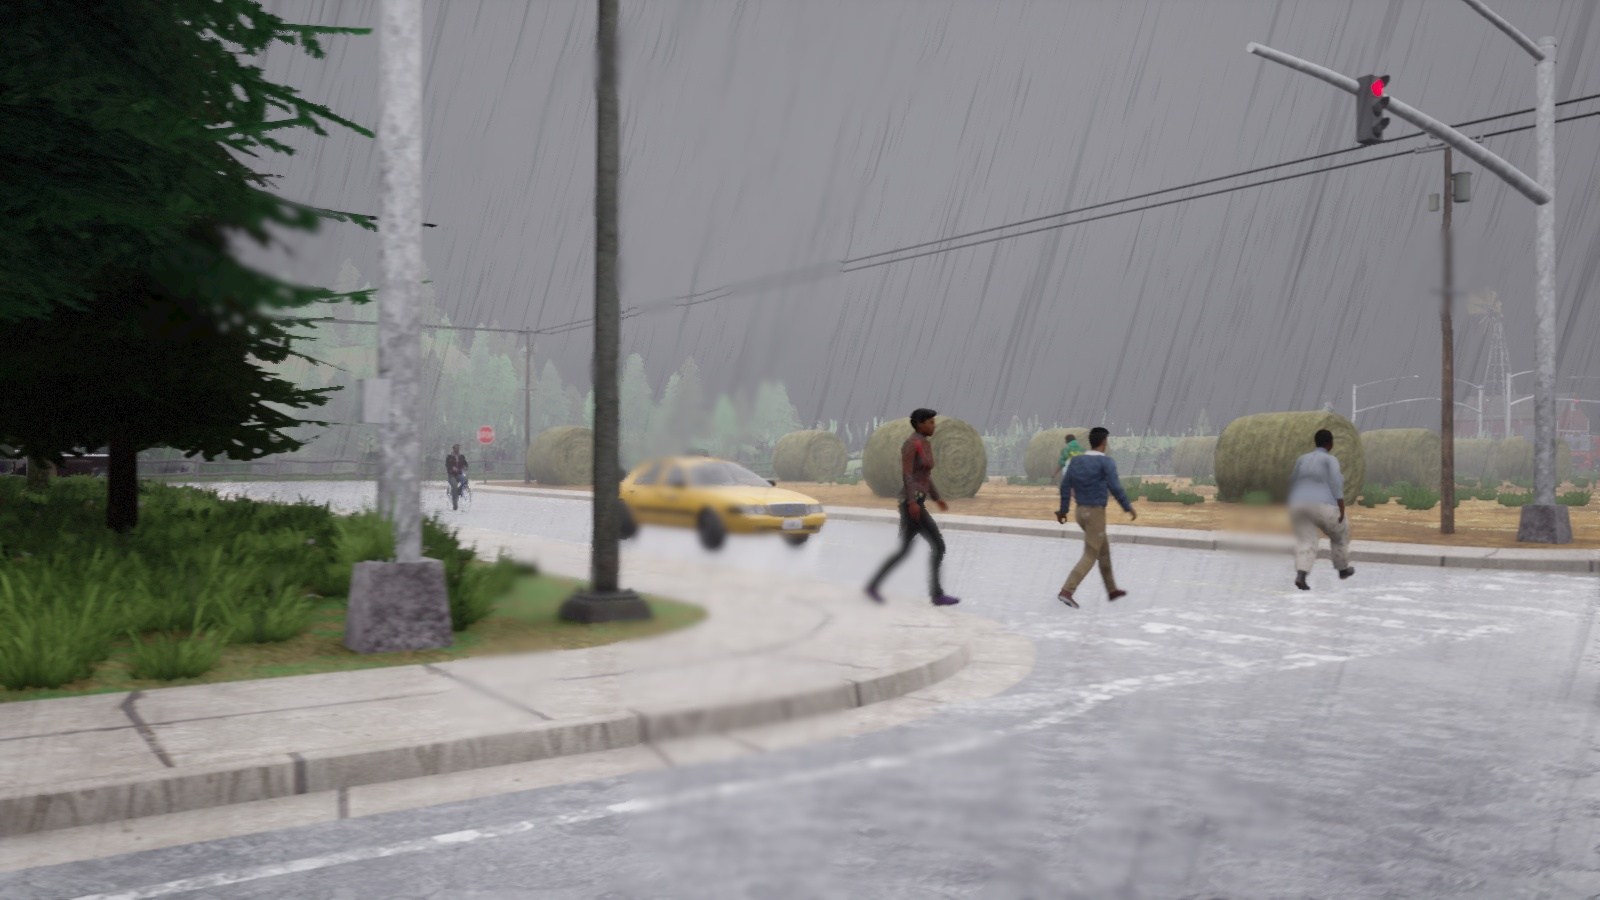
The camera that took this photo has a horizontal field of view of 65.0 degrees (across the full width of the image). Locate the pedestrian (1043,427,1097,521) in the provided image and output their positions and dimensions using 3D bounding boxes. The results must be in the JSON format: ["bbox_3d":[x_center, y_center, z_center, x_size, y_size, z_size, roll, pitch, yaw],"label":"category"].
[{"bbox_3d":[5.700,0.494,26.520,0.659,1.952,0.873,0,0,-40],"label":"pedestrian"}]

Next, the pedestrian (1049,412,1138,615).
[{"bbox_3d":[2.912,0.608,12.443,0.788,1.949,0.423,0,0,-32],"label":"pedestrian"}]

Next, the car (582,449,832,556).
[{"bbox_3d":[-1.747,0.785,21.288,1.801,1.575,5.366,0,0,-34],"label":"car"}]

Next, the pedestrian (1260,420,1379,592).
[{"bbox_3d":[5.847,0.609,14.160,0.900,1.855,0.874,0,0,-32],"label":"pedestrian"}]

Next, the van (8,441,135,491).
[{"bbox_3d":[-30.893,0.666,53.444,4.480,2.038,2.069,0,0,-24],"label":"van"}]

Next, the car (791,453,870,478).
[{"bbox_3d":[1.883,0.952,77.601,4.514,1.525,2.007,0,0,-31],"label":"car"}]

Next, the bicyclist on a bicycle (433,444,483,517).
[{"bbox_3d":[-8.606,0.757,31.535,0.659,1.776,1.843,0,0,-34],"label":"bicyclist on a bicycle"}]

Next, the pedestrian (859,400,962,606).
[{"bbox_3d":[0.992,0.464,11.257,0.869,1.805,0.328,0,0,15],"label":"pedestrian"}]
